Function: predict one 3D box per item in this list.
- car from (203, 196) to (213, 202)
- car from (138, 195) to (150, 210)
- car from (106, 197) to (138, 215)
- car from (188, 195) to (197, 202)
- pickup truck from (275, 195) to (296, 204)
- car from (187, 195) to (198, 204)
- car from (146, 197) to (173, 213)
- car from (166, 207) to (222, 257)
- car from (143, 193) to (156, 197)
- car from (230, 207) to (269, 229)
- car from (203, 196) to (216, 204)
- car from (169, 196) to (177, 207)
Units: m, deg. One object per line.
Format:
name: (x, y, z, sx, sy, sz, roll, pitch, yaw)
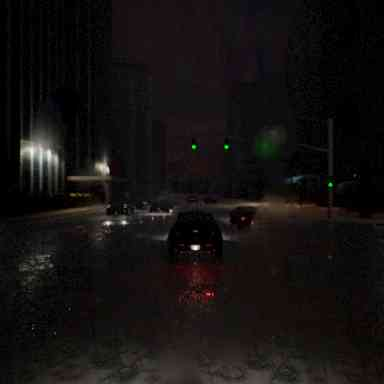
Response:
car: (3.555, 1.548, 73.837, 1.994, 1.385, 4.181, 0, 0, 0)
car: (-7.038, 1.503, 43.432, 1.837, 1.490, 4.892, 0, 0, 0)
car: (-7.064, 1.351, 33.279, 2.097, 1.767, 4.553, 0, 0, 0)
car: (0.055, 1.373, 73.735, 1.994, 1.385, 4.181, 0, 0, 0)
pickup truck: (16.665, 1.054, 59.170, 2.390, 2.098, 6.274, 0, 0, 31)
car: (0.047, 1.501, 63.350, 1.837, 1.490, 4.892, 0, 0, 0)
car: (-3.552, 1.562, 37.261, 1.994, 1.385, 4.181, 0, 0, 0)
car: (0.110, 1.503, 12.917, 1.837, 1.490, 4.892, 0, 0, 0)
car: (-6.960, 1.219, 53.840, 2.150, 2.045, 5.566, 0, 0, 0)
car: (3.617, 1.599, 21.749, 1.895, 1.301, 4.718, 0, 0, 0)
car: (3.547, 1.474, 63.675, 1.882, 1.535, 5.008, 0, 0, 0)
car: (-3.517, 1.599, 46.551, 1.895, 1.301, 4.718, 0, 0, 0)
